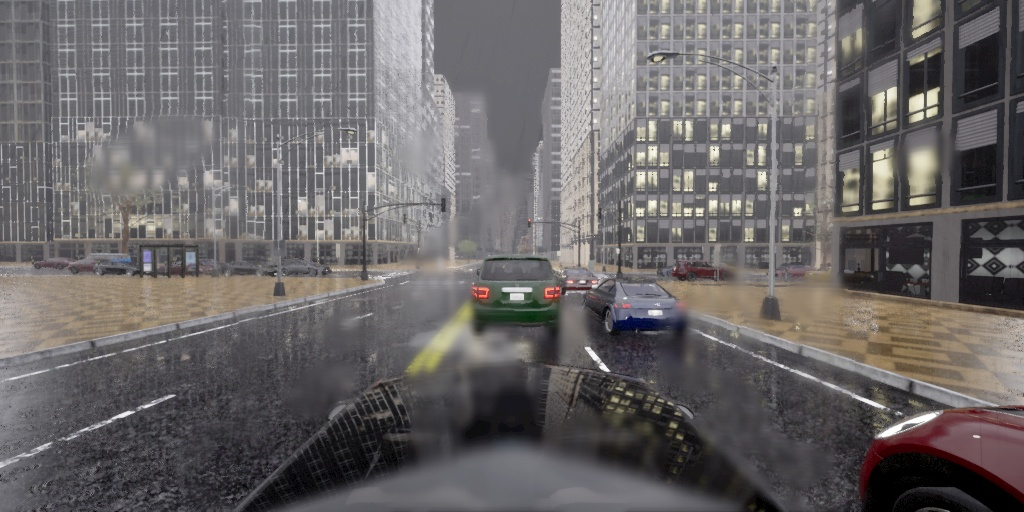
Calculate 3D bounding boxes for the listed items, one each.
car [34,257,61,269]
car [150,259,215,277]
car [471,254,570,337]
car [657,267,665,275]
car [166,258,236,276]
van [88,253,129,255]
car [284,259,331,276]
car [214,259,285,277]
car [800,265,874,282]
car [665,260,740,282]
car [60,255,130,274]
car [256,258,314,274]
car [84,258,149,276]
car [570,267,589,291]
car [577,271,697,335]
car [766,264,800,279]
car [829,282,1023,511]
[{"bbox_3d":[-50.899,0.793,40.258,4.207,1.307,1.802,0,0,1],"label":"car"},{"bbox_3d":[-28.361,1.138,31.267,4.207,1.307,1.802,0,0,1],"label":"car"},{"bbox_3d":[0.115,0.967,10.394,2.150,2.045,5.566,0,0,0],"label":"car"},{"bbox_3d":[16.939,1.430,36.287,4.181,1.385,1.994,1,1,1],"label":"car"},{"bbox_3d":[-29.375,0.994,33.978,4.902,1.511,2.128,1,1,1],"label":"car"},{"bbox_3d":[-45.217,0.605,40.132,3.998,1.789,1.690,0,0,1],"label":"van"},{"bbox_3d":[-19.405,1.157,33.758,4.181,1.385,1.994,1,1,1],"label":"car"},{"bbox_3d":[-22.677,1.174,31.123,4.313,1.339,1.948,0,0,1],"label":"car"},{"bbox_3d":[27.694,1.578,30.306,4.829,1.417,1.751,0,0,1],"label":"car"},{"bbox_3d":[16.246,1.269,30.524,5.009,1.841,2.192,0,0,1],"label":"car"},{"bbox_3d":[-39.446,0.937,34.208,4.674,1.442,1.812,1,1,2],"label":"car"},{"bbox_3d":[-23.379,1.012,37.046,4.892,1.490,1.837,1,1,1],"label":"car"},{"bbox_3d":[-34.041,1.069,31.451,4.313,1.339,1.948,0,0,1],"label":"car"},{"bbox_3d":[3.385,1.288,19.730,2.033,1.411,5.357,0,0,0],"label":"car"},{"bbox_3d":[3.372,1.310,10.487,1.994,1.385,4.181,0,0,-1],"label":"car"},{"bbox_3d":[28.146,1.528,36.075,4.181,1.385,1.994,0,1,1],"label":"car"},{"bbox_3d":[3.344,1.103,0.444,2.097,1.767,4.553,0,0,0],"label":"car"}]
